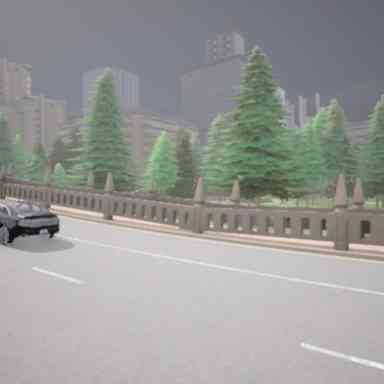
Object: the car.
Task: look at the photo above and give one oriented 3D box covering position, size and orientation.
[{"bbox_3d":[-7.365,1.095,13.529,4.902,1.511,2.128,4,2,35],"label":"car"}]
